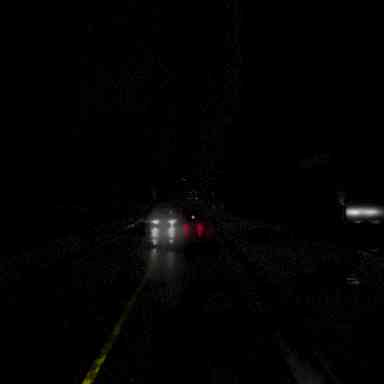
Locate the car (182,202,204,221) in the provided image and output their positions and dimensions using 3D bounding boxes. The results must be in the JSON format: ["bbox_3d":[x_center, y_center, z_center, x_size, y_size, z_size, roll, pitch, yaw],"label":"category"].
[{"bbox_3d":[0.092,1.854,29.981,1.895,1.301,4.718,0,-1,0],"label":"car"}]

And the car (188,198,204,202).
[{"bbox_3d":[0.084,1.867,42.672,2.128,1.511,4.902,0,-1,0],"label":"car"}]

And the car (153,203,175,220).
[{"bbox_3d":[-2.594,1.796,31.814,1.812,1.442,4.674,0,-1,0],"label":"car"}]
